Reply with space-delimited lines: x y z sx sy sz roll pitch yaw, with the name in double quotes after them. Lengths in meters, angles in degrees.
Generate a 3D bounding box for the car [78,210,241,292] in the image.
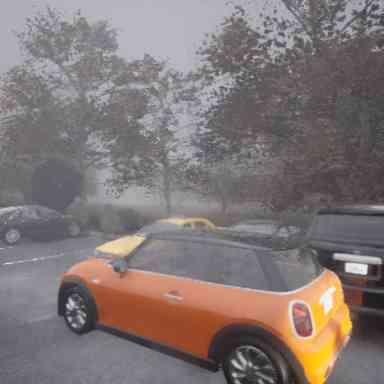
-0.615 1.485 10.289 1.946 1.575 5.366 1 0 36 "car"

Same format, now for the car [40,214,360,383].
-0.094 1.361 5.233 4.553 1.767 2.097 0 0 36 "car"

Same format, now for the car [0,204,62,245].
-7.202 1.388 15.234 2.231 1.521 4.892 1 1 36 "car"
